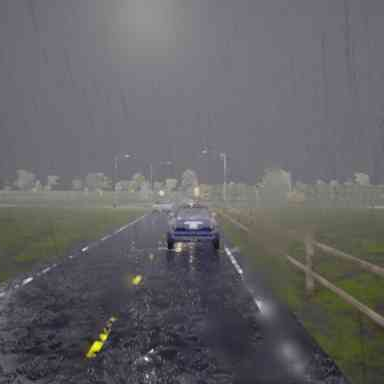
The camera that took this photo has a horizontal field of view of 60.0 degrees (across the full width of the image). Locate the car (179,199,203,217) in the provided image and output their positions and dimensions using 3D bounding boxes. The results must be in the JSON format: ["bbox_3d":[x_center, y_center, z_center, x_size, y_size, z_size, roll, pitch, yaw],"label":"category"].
[{"bbox_3d":[-0.137,1.433,31.225,2.128,1.511,4.902,0,0,-1],"label":"car"}]

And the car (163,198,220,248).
[{"bbox_3d":[0.039,1.327,14.849,2.097,1.767,4.553,0,0,0],"label":"car"}]

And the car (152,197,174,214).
[{"bbox_3d":[-3.074,1.537,34.442,1.895,1.301,4.718,0,0,0],"label":"car"}]
